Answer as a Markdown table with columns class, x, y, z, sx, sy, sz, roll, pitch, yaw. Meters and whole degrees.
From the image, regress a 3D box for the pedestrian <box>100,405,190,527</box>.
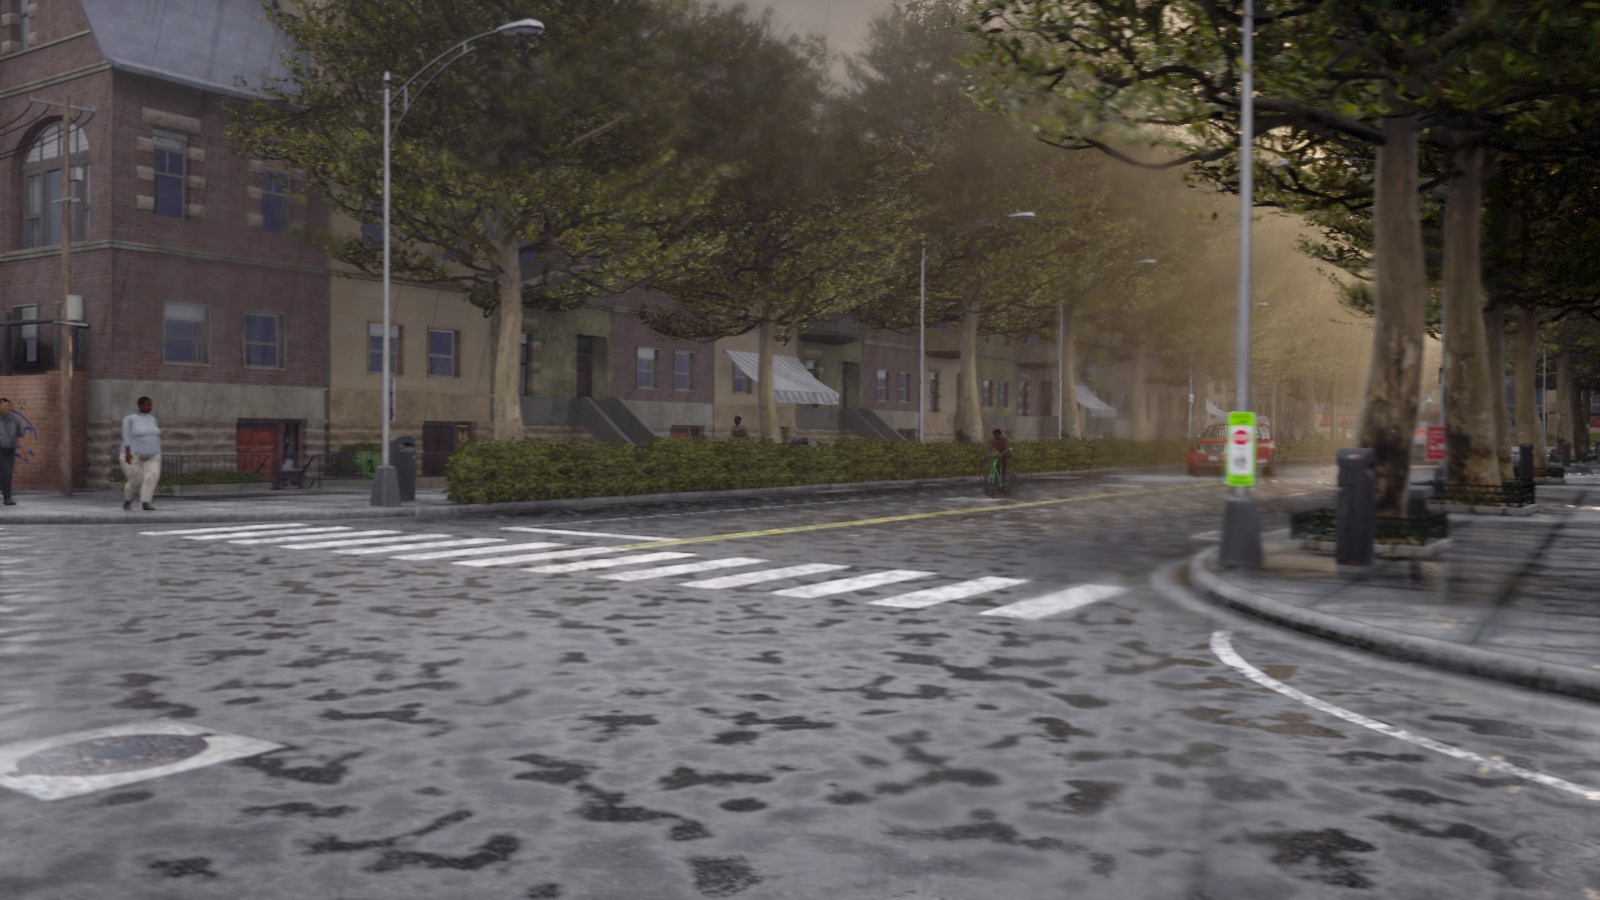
| class | x | y | z | sx | sy | sz | roll | pitch | yaw |
| --- | --- | --- | --- | --- | --- | --- | --- | --- | --- |
| pedestrian | -10.215 | 0.238 | 19.594 | 0.900 | 1.855 | 0.874 | 0 | 1 | 30 |

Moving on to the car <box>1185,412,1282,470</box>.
| class | x | y | z | sx | sy | sz | roll | pitch | yaw |
| --- | --- | --- | --- | --- | --- | --- | --- | --- | --- |
| car | 16.412 | -0.342 | 47.330 | 2.150 | 2.045 | 5.566 | 0 | 1 | 33 |

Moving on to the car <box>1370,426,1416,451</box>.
| class | x | y | z | sx | sy | sz | roll | pitch | yaw |
| --- | --- | --- | --- | --- | --- | --- | --- | --- | --- |
| car | 37.574 | -0.748 | 79.556 | 2.007 | 1.525 | 4.514 | 0 | 1 | 33 |

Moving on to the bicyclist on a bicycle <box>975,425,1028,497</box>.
| class | x | y | z | sx | sy | sz | roll | pitch | yaw |
| --- | --- | --- | --- | --- | --- | --- | --- | --- | --- |
| bicyclist on a bicycle | 4.746 | 0.238 | 29.545 | 0.582 | 1.620 | 1.656 | 0 | 1 | 33 |

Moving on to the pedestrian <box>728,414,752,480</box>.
| class | x | y | z | sx | sy | sz | roll | pitch | yaw |
| --- | --- | --- | --- | --- | --- | --- | --- | --- | --- |
| pedestrian | -1.768 | -0.102 | 37.057 | 0.396 | 1.930 | 0.692 | 0 | 1 | 31 |

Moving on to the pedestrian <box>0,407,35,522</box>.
| class | x | y | z | sx | sy | sz | roll | pitch | yaw |
| --- | --- | --- | --- | --- | --- | --- | --- | --- | --- |
| pedestrian | -13.004 | 0.225 | 20.533 | 0.694 | 1.848 | 0.540 | 0 | 1 | 29 |
